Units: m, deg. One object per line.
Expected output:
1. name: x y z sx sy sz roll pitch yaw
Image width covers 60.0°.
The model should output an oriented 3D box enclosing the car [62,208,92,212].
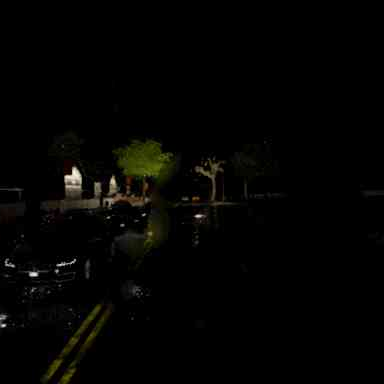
1. car: -6.967 1.668 19.924 1.895 1.301 4.718 -1 0 -2

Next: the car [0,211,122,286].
1. car: -3.511 1.539 9.686 1.837 1.490 4.892 -1 0 -1

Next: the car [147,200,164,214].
1. car: -3.962 1.543 35.316 2.033 1.411 5.357 -1 0 -1

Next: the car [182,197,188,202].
1. car: -1.968 2.072 94.245 1.895 1.301 4.718 -1 -1 -1

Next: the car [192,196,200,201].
1. car: 1.261 1.790 95.138 1.882 1.535 5.008 -1 -1 -1

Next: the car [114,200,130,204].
1. car: -7.197 1.578 34.144 1.812 1.442 4.674 -1 0 -1

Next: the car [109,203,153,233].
1. car: -3.707 1.571 19.668 1.994 1.385 4.181 -1 0 0
